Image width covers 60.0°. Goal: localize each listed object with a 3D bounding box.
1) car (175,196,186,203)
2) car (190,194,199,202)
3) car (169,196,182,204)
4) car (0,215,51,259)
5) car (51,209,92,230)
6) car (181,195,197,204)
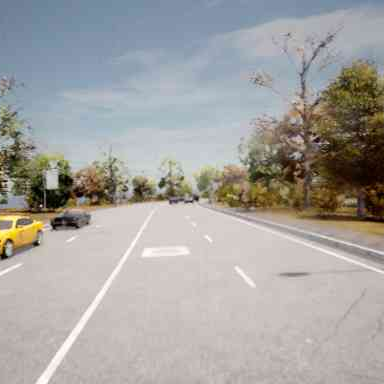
[{"bbox_3d":[-3.030,1.930,87.065,1.837,1.490,4.892,-2,0,10],"label":"car"},{"bbox_3d":[0.502,1.539,87.053,2.150,2.045,5.566,-2,0,10],"label":"car"},{"bbox_3d":[-4.138,2.009,76.916,1.837,1.490,4.892,-2,0,6],"label":"car"},{"bbox_3d":[-7.972,1.788,14.157,1.882,1.535,5.008,-2,0,-5],"label":"car"},{"bbox_3d":[-8.838,1.970,24.592,1.895,1.301,4.718,-2,0,-5],"label":"car"},{"bbox_3d":[-0.631,1.974,76.914,1.895,1.301,4.718,-2,0,6],"label":"car"}]
